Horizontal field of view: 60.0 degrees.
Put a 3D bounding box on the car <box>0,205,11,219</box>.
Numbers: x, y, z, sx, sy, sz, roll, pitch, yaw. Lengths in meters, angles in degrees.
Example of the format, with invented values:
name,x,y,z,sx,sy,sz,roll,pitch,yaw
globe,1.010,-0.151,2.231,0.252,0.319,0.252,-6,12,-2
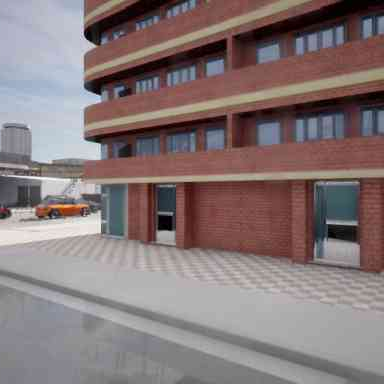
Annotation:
name,x,y,z,sx,sy,sz,roll,pitch,yaw
car,-17.013,1.564,26.880,1.994,1.385,4.181,0,0,34

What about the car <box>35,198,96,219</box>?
name,x,y,z,sx,sy,sz,roll,pitch,yaw
car,-11.102,1.352,28.956,2.097,1.767,4.553,0,0,35

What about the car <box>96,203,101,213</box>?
name,x,y,z,sx,sy,sz,roll,pitch,yaw
car,-11.704,1.547,34.608,2.033,1.411,5.357,0,0,34
